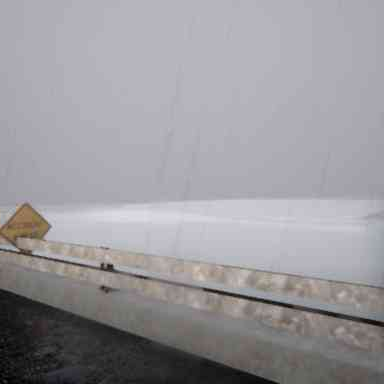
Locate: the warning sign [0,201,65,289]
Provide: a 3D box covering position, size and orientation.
[{"bbox_3d":[-3.985,1.165,8.002,1.060,1.860,1.300,-2,0,36],"label":"warning sign"}]
